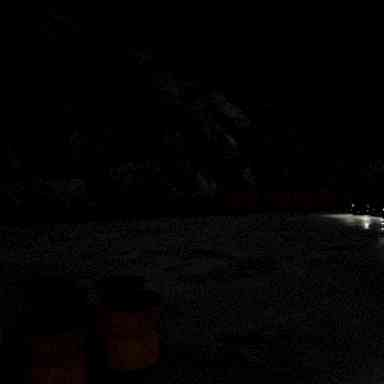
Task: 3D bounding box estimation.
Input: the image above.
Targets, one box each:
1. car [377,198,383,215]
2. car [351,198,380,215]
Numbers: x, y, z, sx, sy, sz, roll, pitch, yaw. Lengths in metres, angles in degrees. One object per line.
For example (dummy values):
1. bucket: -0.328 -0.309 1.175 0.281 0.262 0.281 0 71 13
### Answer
1. car: 19.585 1.546 30.838 4.892 1.490 1.837 0 0 -35
2. car: 18.350 1.394 34.258 4.553 1.767 2.097 0 0 -35
